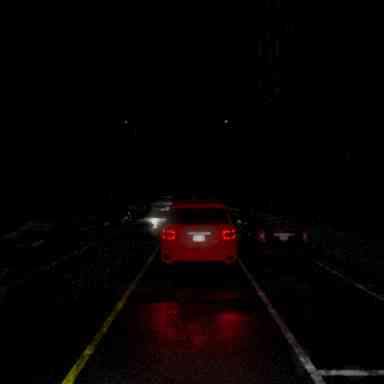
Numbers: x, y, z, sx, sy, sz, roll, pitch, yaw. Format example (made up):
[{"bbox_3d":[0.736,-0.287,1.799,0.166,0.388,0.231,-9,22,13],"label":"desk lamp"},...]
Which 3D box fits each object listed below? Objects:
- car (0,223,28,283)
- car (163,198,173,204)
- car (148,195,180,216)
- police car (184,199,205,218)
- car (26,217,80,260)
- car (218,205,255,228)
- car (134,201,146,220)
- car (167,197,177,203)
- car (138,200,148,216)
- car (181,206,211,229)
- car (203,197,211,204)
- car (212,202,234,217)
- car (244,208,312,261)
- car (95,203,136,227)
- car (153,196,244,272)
[{"bbox_3d":[-5.622,1.597,7.088,1.947,1.339,4.313,0,0,0],"label":"car"},{"bbox_3d":[-5.068,1.946,71.694,1.802,1.307,4.206,0,0,1],"label":"car"},{"bbox_3d":[-2.751,1.382,33.995,2.150,2.045,5.566,0,-1,1],"label":"car"},{"bbox_3d":[0.263,1.579,33.659,1.930,1.638,5.238,0,0,0],"label":"police car"},{"bbox_3d":[-5.578,1.638,12.589,1.802,1.307,4.206,0,0,0],"label":"car"},{"bbox_3d":[3.036,1.657,23.522,2.008,1.369,4.403,0,0,0],"label":"car"},{"bbox_3d":[-5.445,1.714,29.092,1.802,1.307,4.206,0,0,0],"label":"car"},{"bbox_3d":[-4.961,1.984,82.510,2.008,1.369,4.403,0,0,1],"label":"car"},{"bbox_3d":[-5.401,1.598,34.594,1.967,1.590,4.097,0,0,0],"label":"car"},{"bbox_3d":[0.280,1.706,23.395,1.895,1.301,4.718,0,0,0],"label":"car"},{"bbox_3d":[3.512,1.924,77.192,1.752,1.417,4.829,0,0,1],"label":"car"},{"bbox_3d":[3.124,1.724,34.524,1.947,1.339,4.313,0,0,0],"label":"car"},{"bbox_3d":[2.947,1.496,12.520,1.967,1.590,4.097,0,0,0],"label":"car"},{"bbox_3d":[-5.489,1.672,23.591,1.947,1.339,4.313,0,0,0],"label":"car"},{"bbox_3d":[0.184,1.273,11.110,2.150,2.045,5.566,0,0,0],"label":"car"}]
